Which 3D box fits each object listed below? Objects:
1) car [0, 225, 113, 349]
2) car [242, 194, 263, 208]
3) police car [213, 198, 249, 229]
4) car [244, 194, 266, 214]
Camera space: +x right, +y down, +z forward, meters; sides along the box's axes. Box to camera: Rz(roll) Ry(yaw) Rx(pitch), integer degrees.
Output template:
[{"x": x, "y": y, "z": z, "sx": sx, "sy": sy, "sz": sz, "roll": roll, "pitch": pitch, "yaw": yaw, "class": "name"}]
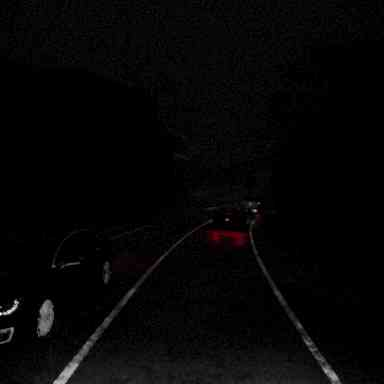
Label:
[{"x": -2.986, "y": 1.476, "z": 6.495, "sx": 1.837, "sy": 1.490, "sz": 4.892, "roll": 0, "pitch": 0, "yaw": 4, "class": "car"}, {"x": 10.000, "y": 1.379, "z": 54.642, "sx": 2.150, "sy": 2.045, "sz": 5.566, "roll": 2, "pitch": 2, "yaw": 25, "class": "car"}, {"x": 2.612, "y": 1.462, "z": 22.509, "sx": 1.930, "sy": 1.638, "sz": 5.238, "roll": 1, "pitch": 0, "yaw": 11, "class": "police car"}, {"x": 7.409, "y": 1.410, "z": 39.541, "sx": 2.150, "sy": 2.045, "sz": 5.566, "roll": 2, "pitch": 0, "yaw": 20, "class": "car"}]
